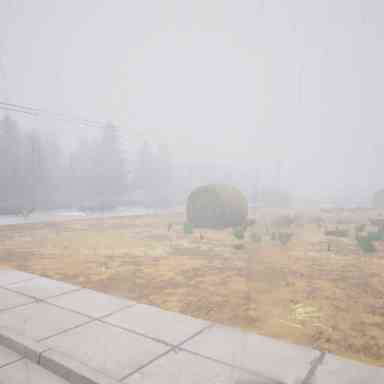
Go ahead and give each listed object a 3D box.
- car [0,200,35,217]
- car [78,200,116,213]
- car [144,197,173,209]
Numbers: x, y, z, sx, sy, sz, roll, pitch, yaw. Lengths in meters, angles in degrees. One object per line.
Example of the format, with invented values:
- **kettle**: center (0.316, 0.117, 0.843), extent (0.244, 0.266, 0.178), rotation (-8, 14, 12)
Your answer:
- **car**: center (-16.671, 1.518, 29.741), extent (2.128, 1.511, 4.902), rotation (0, 0, 37)
- **car**: center (-10.727, 1.591, 37.768), extent (1.994, 1.385, 4.181), rotation (0, 0, 36)
- **car**: center (-4.574, 1.532, 46.051), extent (1.837, 1.490, 4.892), rotation (0, 0, 36)
